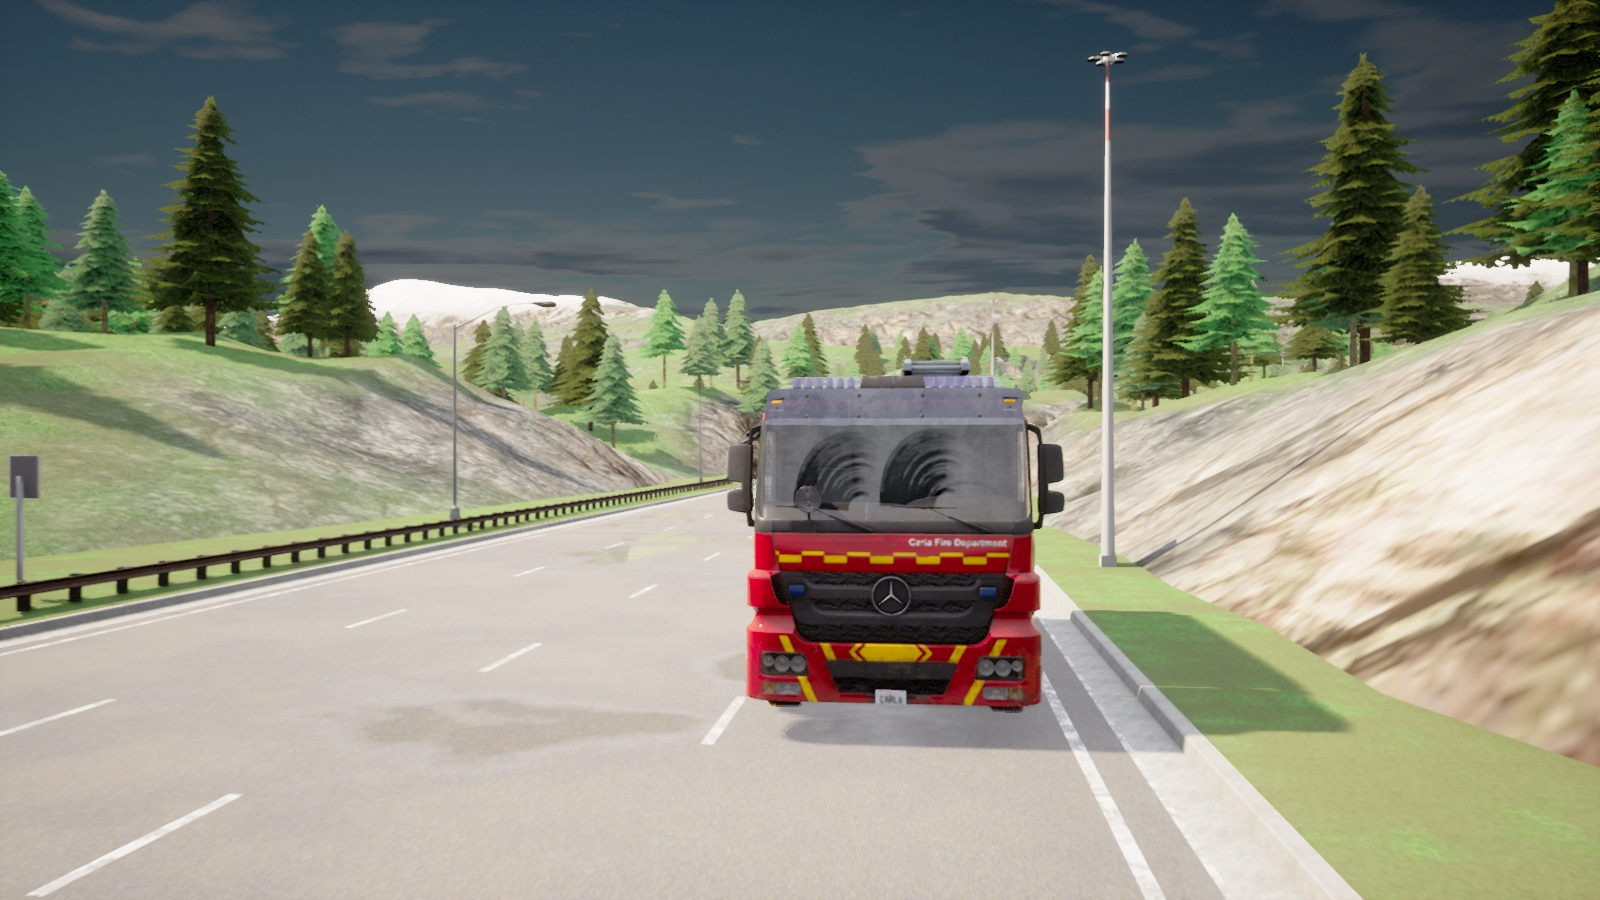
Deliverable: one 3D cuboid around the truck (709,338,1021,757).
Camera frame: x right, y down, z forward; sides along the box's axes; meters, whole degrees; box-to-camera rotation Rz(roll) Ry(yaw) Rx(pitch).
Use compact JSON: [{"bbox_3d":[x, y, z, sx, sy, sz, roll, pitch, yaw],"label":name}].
[{"bbox_3d":[1.047,0.890,14.795,2.891,3.827,8.468,0,0,6],"label":"truck"}]
